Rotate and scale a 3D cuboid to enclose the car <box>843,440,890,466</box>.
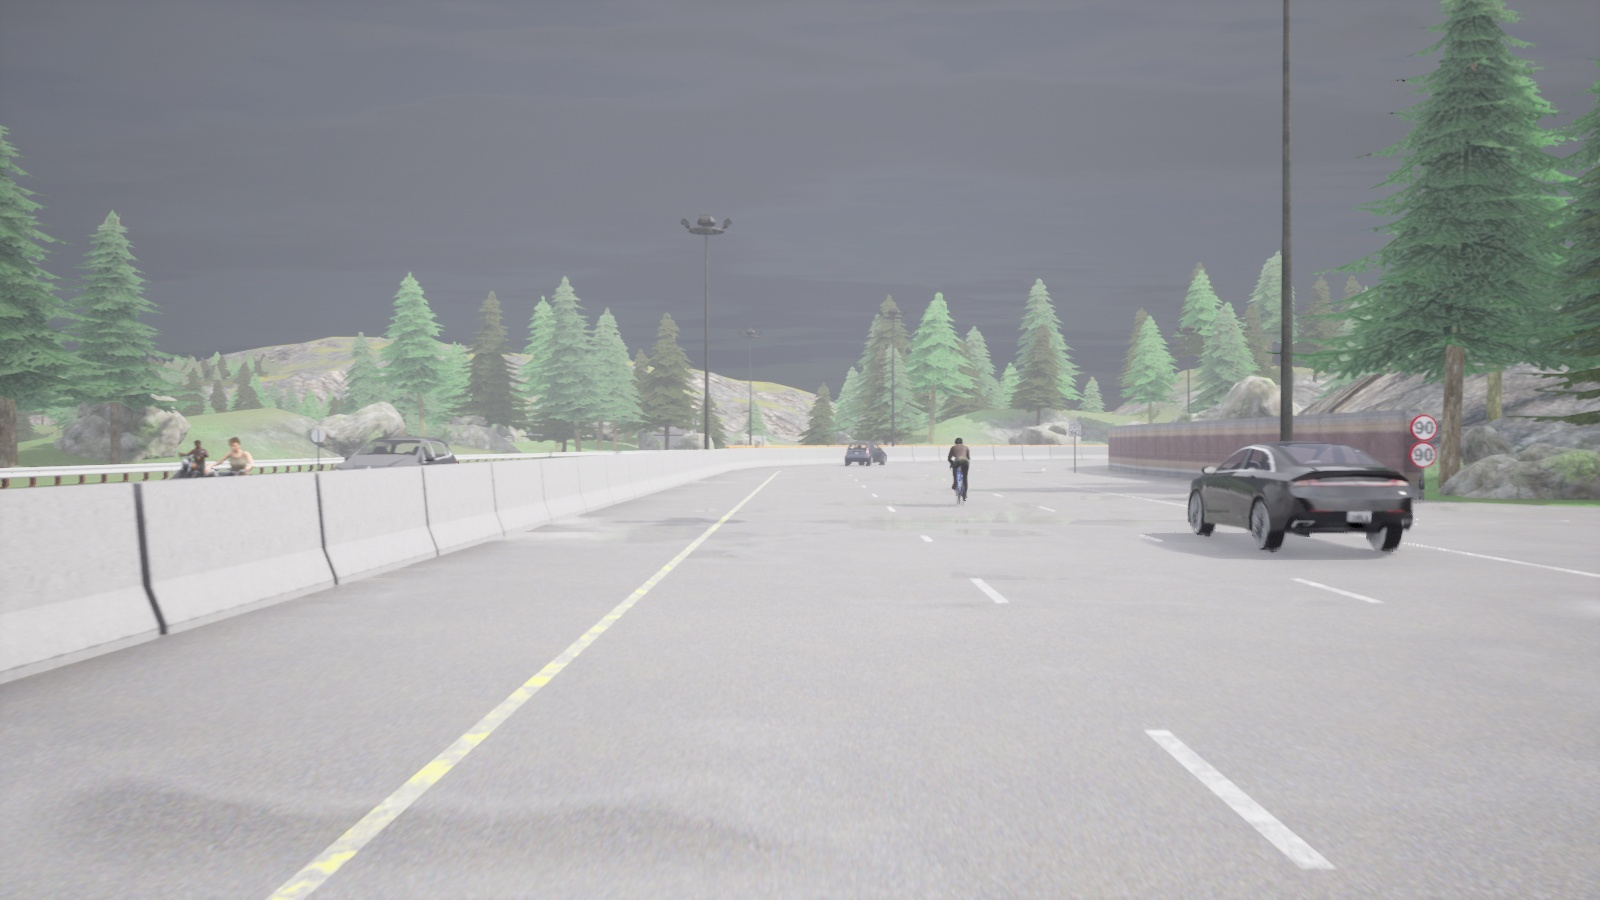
[{"bbox_3d":[4.356,0.186,81.772,1.851,1.617,3.988,0,0,22],"label":"car"}]

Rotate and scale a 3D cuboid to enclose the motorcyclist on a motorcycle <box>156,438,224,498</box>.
[{"bbox_3d":[-17.150,0.483,35.379,0.766,1.649,2.350,0,1,0],"label":"motorcyclist on a motorcycle"}]

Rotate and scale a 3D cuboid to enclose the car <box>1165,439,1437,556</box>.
[{"bbox_3d":[7.205,0.603,18.712,2.128,1.511,4.902,0,0,0],"label":"car"}]

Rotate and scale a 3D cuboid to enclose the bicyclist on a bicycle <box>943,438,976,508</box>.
[{"bbox_3d":[3.805,0.533,30.024,0.582,1.620,1.656,0,0,0],"label":"bicyclist on a bicycle"}]

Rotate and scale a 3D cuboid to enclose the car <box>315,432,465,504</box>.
[{"bbox_3d":[-10.182,0.403,31.637,2.242,1.667,4.611,0,0,1],"label":"car"}]
